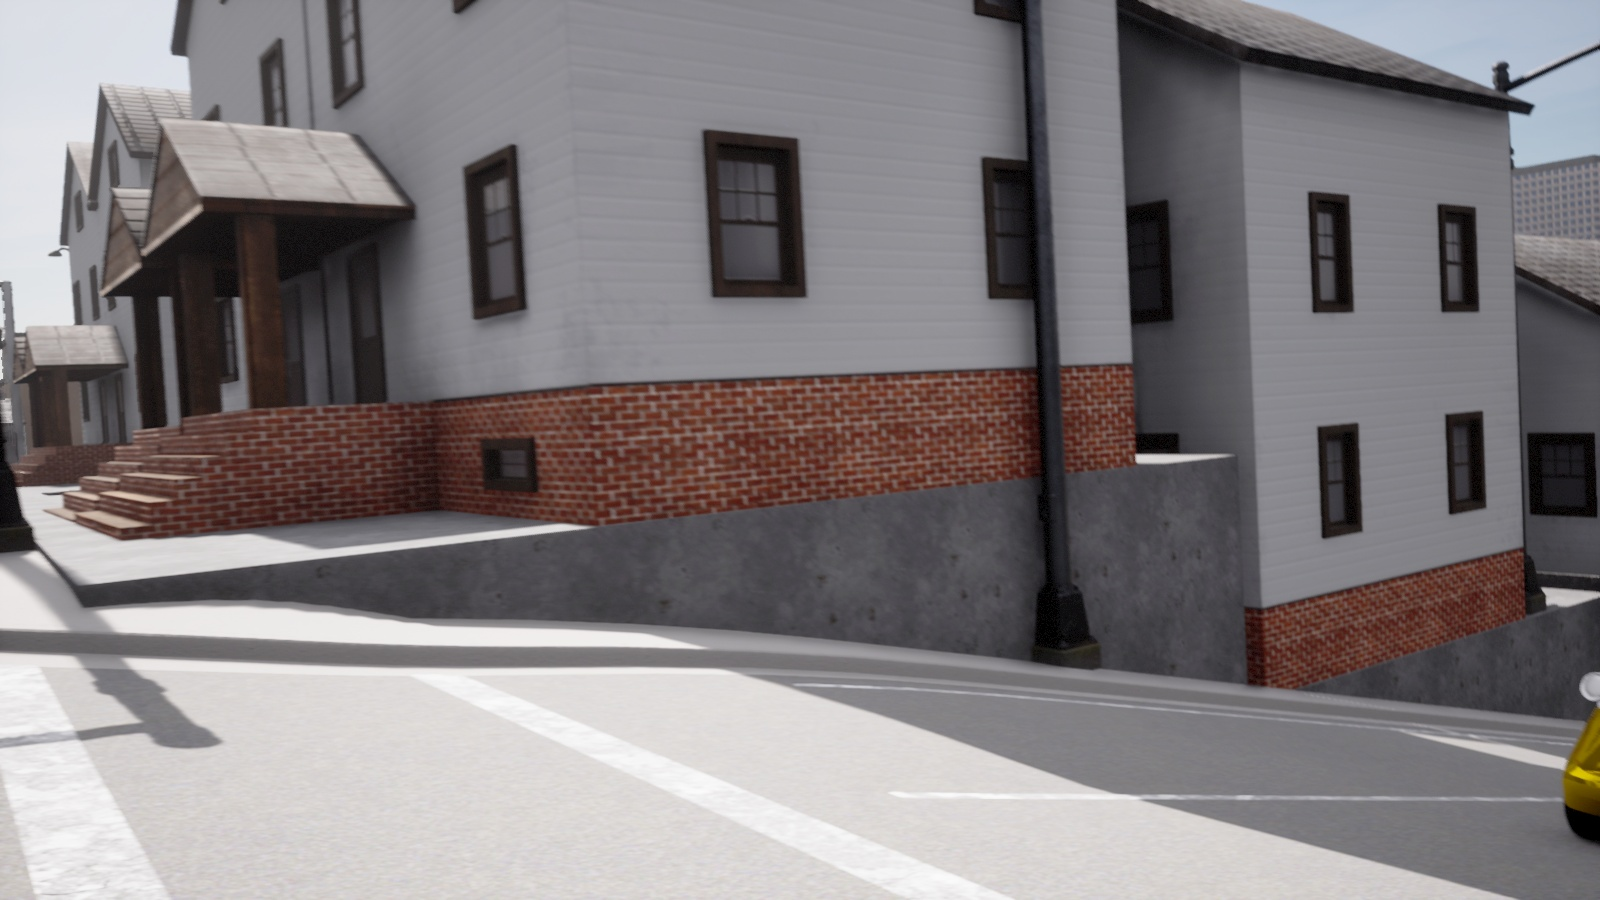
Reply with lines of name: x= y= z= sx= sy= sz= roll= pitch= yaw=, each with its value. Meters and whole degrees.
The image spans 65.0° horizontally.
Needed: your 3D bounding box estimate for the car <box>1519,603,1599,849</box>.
car: x=5.740 y=1.789 z=7.661 sx=2.207 sy=1.376 sz=1.481 roll=11 pitch=-8 yaw=-34
